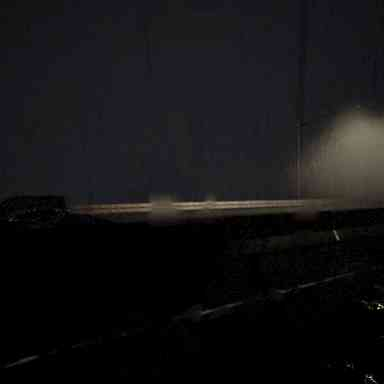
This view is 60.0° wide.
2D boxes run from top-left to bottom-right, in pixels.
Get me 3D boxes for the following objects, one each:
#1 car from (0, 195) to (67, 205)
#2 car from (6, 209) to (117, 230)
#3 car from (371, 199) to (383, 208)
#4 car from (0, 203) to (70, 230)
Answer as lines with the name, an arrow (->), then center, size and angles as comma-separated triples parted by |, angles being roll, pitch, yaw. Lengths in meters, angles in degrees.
car -> -9.691, 1.212, 18.564 | 5.566, 2.045, 2.150 | 0, 0, -35
car -> -4.892, 1.554, 13.382 | 4.181, 1.385, 1.994 | 0, 0, -35
car -> 24.728, 1.519, 42.373 | 4.181, 1.385, 1.994 | 0, 0, -34
car -> -7.605, 1.496, 15.749 | 4.892, 1.490, 1.837 | 0, 0, -35
